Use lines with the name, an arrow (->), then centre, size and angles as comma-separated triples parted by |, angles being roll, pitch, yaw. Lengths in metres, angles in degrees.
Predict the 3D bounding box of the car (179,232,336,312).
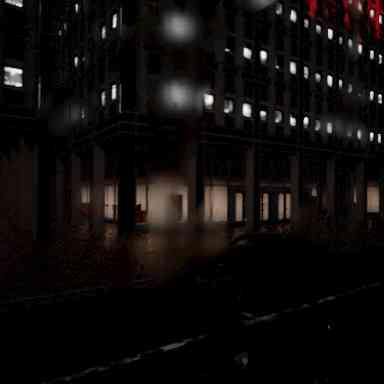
car -> 1.686, 1.640, 7.765 | 4.206, 1.307, 1.802 | 1, 0, -36
